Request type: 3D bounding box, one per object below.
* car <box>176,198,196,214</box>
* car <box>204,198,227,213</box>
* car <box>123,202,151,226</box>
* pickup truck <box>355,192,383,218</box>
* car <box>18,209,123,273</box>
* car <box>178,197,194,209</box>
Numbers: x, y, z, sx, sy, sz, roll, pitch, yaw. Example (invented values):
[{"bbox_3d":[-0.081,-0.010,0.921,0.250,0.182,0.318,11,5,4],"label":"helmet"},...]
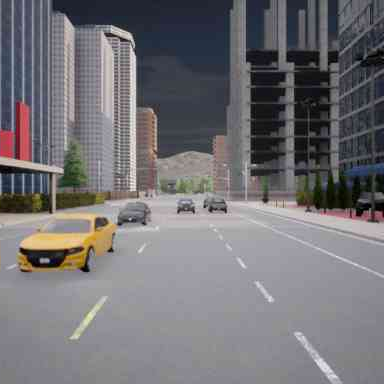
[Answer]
[{"bbox_3d":[-0.638,1.538,36.079,1.812,1.442,4.674,0,0,-1],"label":"car"},{"bbox_3d":[2.808,1.505,37.179,2.128,1.511,4.902,0,0,-1],"label":"car"},{"bbox_3d":[-3.994,1.514,23.677,1.837,1.490,4.892,0,0,-1],"label":"car"},{"bbox_3d":[16.027,1.069,29.558,2.390,2.098,6.274,0,0,29],"label":"pickup truck"},{"bbox_3d":[-3.794,1.481,10.935,1.882,1.535,5.008,0,0,-1],"label":"car"},{"bbox_3d":[-0.863,1.508,46.018,2.128,1.511,4.902,0,0,-1],"label":"car"}]
